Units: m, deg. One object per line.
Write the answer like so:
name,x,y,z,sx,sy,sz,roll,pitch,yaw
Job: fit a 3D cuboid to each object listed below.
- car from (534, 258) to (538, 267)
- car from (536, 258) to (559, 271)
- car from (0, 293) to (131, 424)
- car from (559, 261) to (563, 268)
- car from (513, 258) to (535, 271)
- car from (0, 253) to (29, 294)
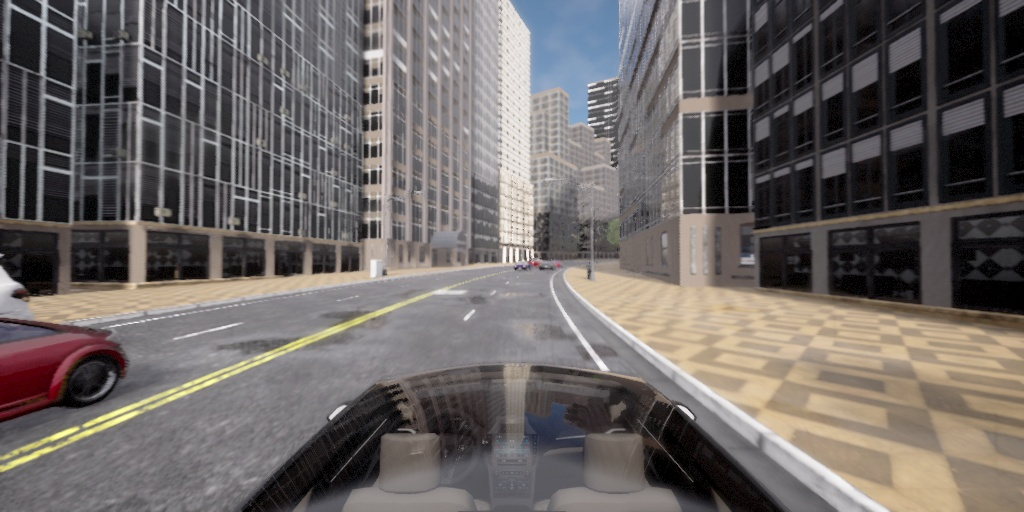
car,3.828,1.078,58.732,2.097,1.767,4.553,0,0,15
car,4.944,1.297,49.326,1.994,1.385,4.181,0,0,12
car,-6.532,1.301,3.399,1.994,1.385,4.181,0,0,1
car,7.220,1.280,58.856,1.994,1.385,4.181,0,0,15
car,1.504,1.341,48.745,1.895,1.301,4.718,0,0,12
car,-9.807,0.945,4.119,2.150,2.045,5.566,0,1,0
